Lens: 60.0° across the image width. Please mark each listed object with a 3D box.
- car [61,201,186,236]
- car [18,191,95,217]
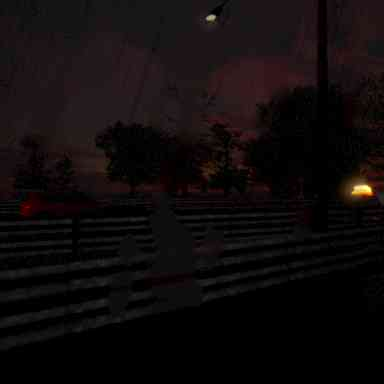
[{"bbox_3d":[-2.596,1.239,13.722,4.892,1.490,1.837,0,0,-26],"label":"car"},{"bbox_3d":[-6.983,0.951,19.387,5.566,2.045,2.150,0,0,-26],"label":"car"}]
